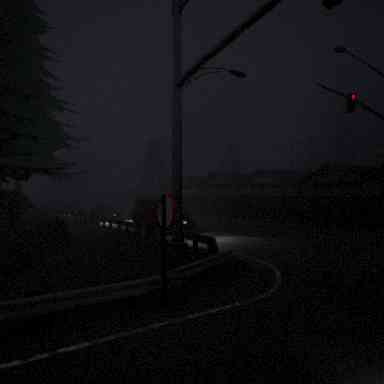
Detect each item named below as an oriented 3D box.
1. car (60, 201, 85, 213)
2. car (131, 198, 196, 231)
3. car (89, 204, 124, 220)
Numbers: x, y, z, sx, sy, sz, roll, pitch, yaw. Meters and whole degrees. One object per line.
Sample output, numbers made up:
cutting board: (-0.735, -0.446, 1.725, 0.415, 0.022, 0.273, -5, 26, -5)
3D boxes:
car: (-13.975, 1.737, 38.700, 2.033, 1.411, 5.357, 0, 0, -32)
car: (-1.995, 1.413, 21.567, 2.150, 2.045, 5.566, 0, 0, -35)
car: (-7.651, 1.755, 29.695, 1.994, 1.385, 4.181, 0, 0, -35)
